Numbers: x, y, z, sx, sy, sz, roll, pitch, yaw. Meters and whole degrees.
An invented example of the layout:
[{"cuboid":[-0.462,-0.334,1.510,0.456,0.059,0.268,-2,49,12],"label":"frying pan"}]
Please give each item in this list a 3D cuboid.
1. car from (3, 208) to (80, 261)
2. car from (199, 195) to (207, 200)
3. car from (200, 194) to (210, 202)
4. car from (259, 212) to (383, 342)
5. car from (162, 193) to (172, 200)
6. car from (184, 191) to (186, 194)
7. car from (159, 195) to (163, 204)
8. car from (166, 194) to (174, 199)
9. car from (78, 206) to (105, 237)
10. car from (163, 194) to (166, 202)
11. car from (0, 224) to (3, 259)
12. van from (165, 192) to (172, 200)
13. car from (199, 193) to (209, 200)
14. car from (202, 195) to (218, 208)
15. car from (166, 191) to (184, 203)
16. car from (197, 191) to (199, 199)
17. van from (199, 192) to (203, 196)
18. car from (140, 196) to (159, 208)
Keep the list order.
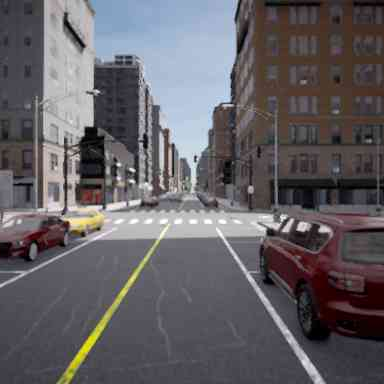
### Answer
[{"cuboid":[-5.864,1.496,12.036,1.887,1.381,4.507,1,0,0],"label":"car"},{"cuboid":[2.589,1.278,78.720,1.802,1.307,4.206,1,0,0],"label":"car"},{"cuboid":[2.620,1.383,50.354,1.802,1.307,4.206,1,0,0],"label":"car"},{"cuboid":[2.670,1.289,6.411,2.192,1.841,5.009,1,0,0],"label":"car"},{"cuboid":[-5.935,1.136,78.717,1.967,1.590,4.097,1,0,0],"label":"car"},{"cuboid":[-3.085,1.039,77.659,2.097,1.767,4.553,0,0,0],"label":"car"},{"cuboid":[-5.906,1.345,50.353,1.887,1.381,4.507,1,0,0],"label":"car"},{"cuboid":[-5.949,1.237,90.062,1.802,1.307,4.206,1,0,0],"label":"car"},{"cuboid":[-5.870,1.455,17.490,1.752,1.417,4.829,1,0,0],"label":"car"},{"cuboid":[-5.924,1.318,67.372,1.802,1.307,4.206,1,0,0],"label":"car"},{"cuboid":[-5.857,1.500,6.241,1.752,1.417,4.829,1,0,0],"label":"car"},{"cuboid":[-5.941,1.016,84.389,1.690,1.788,3.998,1,0,0],"label":"van"},{"cuboid":[2.614,1.361,56.027,1.802,1.307,4.206,1,0,0],"label":"car"},{"cuboid":[2.626,1.405,44.680,1.802,1.307,4.206,1,0,0],"label":"car"},{"cuboid":[-3.098,1.108,62.293,2.097,1.767,4.553,0,0,0],"label":"car"},{"cuboid":[2.604,1.052,67.373,2.192,1.841,5.009,1,0,0],"label":"car"},{"cuboid":[2.610,1.099,61.700,1.690,1.788,3.998,1,0,0],"label":"van"},{"cuboid":[-5.899,1.367,44.680,1.887,1.381,4.507,1,0,0],"label":"car"}]
